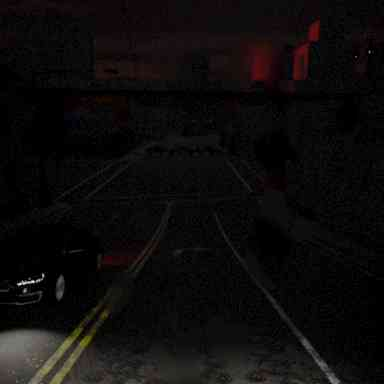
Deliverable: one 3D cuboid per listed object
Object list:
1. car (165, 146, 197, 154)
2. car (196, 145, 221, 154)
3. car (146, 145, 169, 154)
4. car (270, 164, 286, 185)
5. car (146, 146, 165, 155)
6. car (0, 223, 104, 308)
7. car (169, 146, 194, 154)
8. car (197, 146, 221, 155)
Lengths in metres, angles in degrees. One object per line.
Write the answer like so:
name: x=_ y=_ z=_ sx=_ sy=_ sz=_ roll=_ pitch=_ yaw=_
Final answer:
car: x=-2.070 y=-8.071 z=64.604 sx=4.974 sy=1.542 sz=2.038 roll=-9 pitch=16 yaw=-35
car: x=3.258 y=-8.351 z=65.337 sx=4.536 sy=1.218 sz=1.853 roll=7 pitch=15 yaw=28
car: x=-6.714 y=-8.277 z=64.615 sx=4.536 sy=1.218 sz=1.853 roll=13 pitch=18 yaw=42
car: x=11.637 y=-2.031 z=37.572 sx=5.566 sy=2.045 sz=2.150 roll=0 pitch=13 yaw=-3
car: x=-6.678 y=-8.115 z=64.615 sx=4.974 sy=1.542 sz=2.038 roll=13 pitch=18 yaw=42
car: x=-3.586 y=1.589 z=8.295 sx=1.837 sy=1.490 sz=4.892 roll=0 pitch=-1 yaw=0
car: x=-2.027 y=-8.231 z=64.599 sx=4.536 sy=1.218 sz=1.853 roll=-9 pitch=16 yaw=-35
car: x=3.302 y=-8.191 z=65.348 sx=4.974 sy=1.542 sz=2.038 roll=7 pitch=15 yaw=28
